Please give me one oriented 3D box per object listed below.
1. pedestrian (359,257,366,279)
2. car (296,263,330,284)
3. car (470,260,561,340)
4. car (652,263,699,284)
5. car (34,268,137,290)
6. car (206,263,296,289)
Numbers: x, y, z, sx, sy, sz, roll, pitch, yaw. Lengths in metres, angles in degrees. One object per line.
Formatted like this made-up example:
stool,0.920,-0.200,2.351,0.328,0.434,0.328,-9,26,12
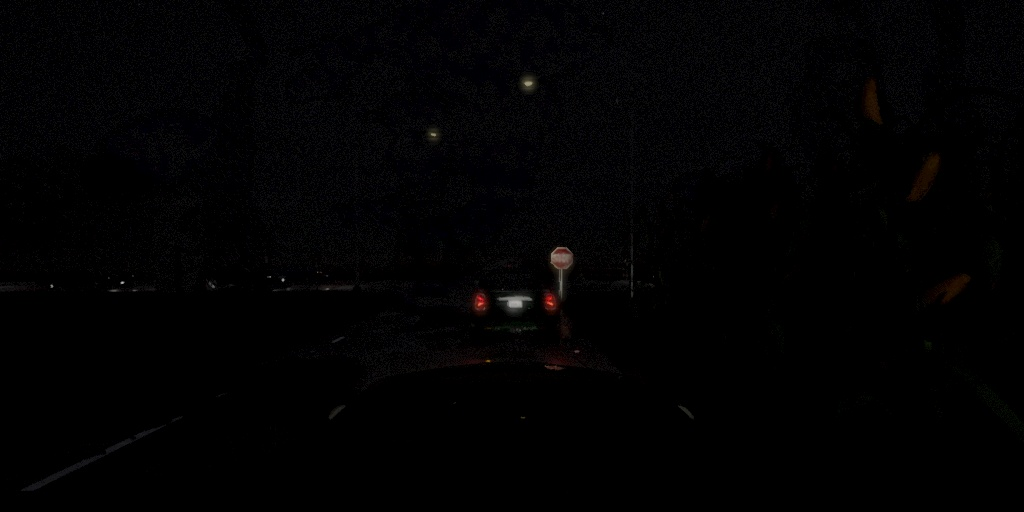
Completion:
pedestrian,-12.234,0.980,29.251,0.375,1.860,0.375,0,2,0
car,-15.828,1.250,26.221,4.674,1.442,1.812,0,2,0
car,0.027,1.096,10.106,2.097,1.767,4.553,0,0,-2
car,12.786,1.247,26.413,4.674,1.442,1.812,0,2,1
car,-27.438,1.431,23.200,4.718,1.301,1.895,0,2,0
car,-17.317,1.298,23.253,4.902,1.511,2.128,0,2,0
